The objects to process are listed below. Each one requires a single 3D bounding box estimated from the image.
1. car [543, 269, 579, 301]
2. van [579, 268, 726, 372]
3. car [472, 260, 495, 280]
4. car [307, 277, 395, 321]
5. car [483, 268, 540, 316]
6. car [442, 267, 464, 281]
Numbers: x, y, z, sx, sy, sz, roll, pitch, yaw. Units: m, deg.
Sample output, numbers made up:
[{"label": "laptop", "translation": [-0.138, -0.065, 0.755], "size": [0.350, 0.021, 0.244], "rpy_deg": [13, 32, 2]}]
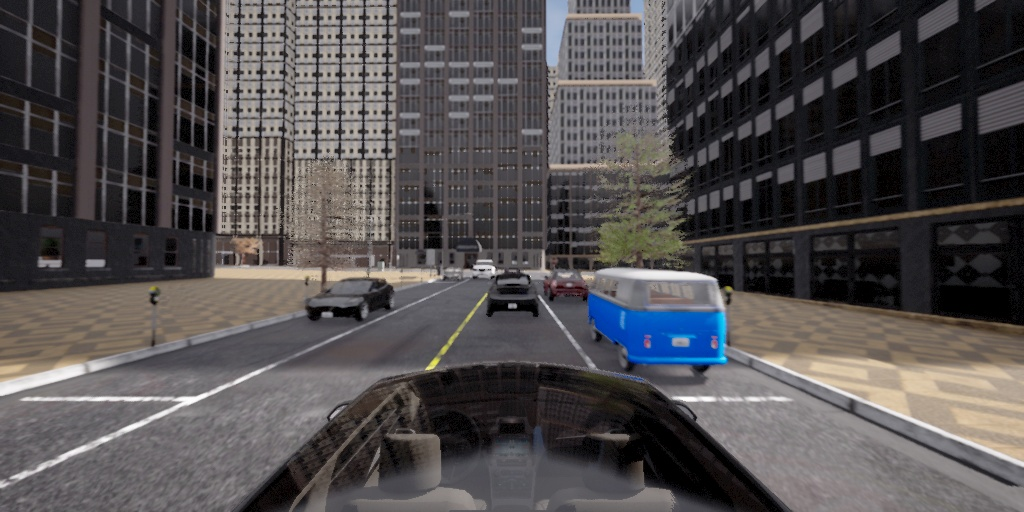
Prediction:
[{"label": "car", "translation": [2.693, 1.412, 18.856], "size": [1.967, 1.591, 4.097], "rpy_deg": [0, 0, 0]}, {"label": "van", "translation": [2.693, 1.167, 7.574], "size": [1.690, 1.789, 3.998], "rpy_deg": [0, 0, 0]}, {"label": "car", "translation": [-3.029, 1.455, 39.167], "size": [2.150, 2.045, 5.566], "rpy_deg": [0, -1, 1]}, {"label": "car", "translation": [-5.689, 1.465, 13.223], "size": [1.948, 1.339, 4.313], "rpy_deg": [0, 0, 0]}, {"label": "car", "translation": [0.047, 1.418, 14.169], "size": [1.837, 1.490, 4.892], "rpy_deg": [0, 0, 1]}, {"label": "car", "translation": [-5.816, 1.740, 35.790], "size": [2.007, 1.370, 4.403], "rpy_deg": [0, 0, 0]}]
